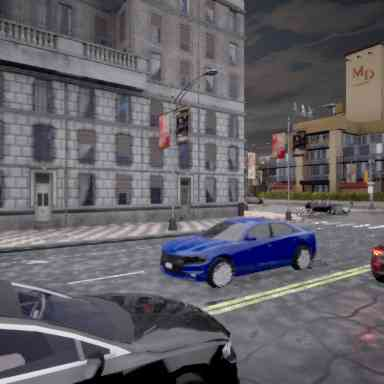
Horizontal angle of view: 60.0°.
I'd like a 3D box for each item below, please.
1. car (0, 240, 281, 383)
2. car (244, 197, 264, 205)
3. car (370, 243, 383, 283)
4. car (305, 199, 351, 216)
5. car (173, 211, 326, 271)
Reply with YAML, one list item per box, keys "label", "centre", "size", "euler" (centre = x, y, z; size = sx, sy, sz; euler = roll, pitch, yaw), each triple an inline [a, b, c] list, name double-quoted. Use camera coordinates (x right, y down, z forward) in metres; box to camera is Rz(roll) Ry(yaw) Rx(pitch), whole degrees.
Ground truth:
- label: "car"
  centre: [-1.779, 1.492, 2.595]
  size: [4.902, 1.511, 2.128]
  euler: [0, 0, -35]
- label: "car"
  centre: [10.200, 1.547, 58.903]
  size: [2.033, 1.411, 5.357]
  euler: [0, 0, -37]
- label: "car"
  centre: [6.273, 1.526, 8.356]
  size: [4.674, 1.442, 1.812]
  euler: [0, 0, -36]
- label: "car"
  centre: [13.455, 1.493, 33.132]
  size: [2.128, 1.511, 4.902]
  euler: [0, 0, -21]
- label: "car"
  centre: [1.472, 1.477, 9.392]
  size: [5.008, 1.535, 1.882]
  euler: [0, 0, -36]
